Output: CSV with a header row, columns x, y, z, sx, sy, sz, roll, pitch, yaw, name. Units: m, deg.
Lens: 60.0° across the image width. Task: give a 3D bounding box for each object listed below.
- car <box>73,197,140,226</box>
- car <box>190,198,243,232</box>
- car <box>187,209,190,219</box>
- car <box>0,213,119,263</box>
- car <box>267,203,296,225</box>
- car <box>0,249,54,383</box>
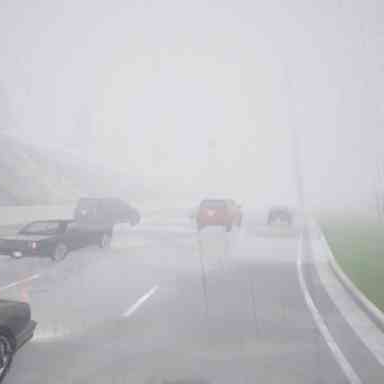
x,y,z,sx,sy,sz,roll,pitch,yaw,name
-5.526,1.372,22.146,2.150,2.045,5.566,0,-1,18,car
1.962,1.451,22.427,2.150,2.045,5.566,0,-1,18,car
1.122,1.848,30.955,2.033,1.411,5.357,0,-1,19,car
-4.815,1.669,12.454,1.895,1.301,4.718,0,-1,15,car
7.237,1.834,27.228,1.837,1.490,4.892,0,0,19,car
-3.220,1.536,2.181,2.033,1.411,5.357,1,-1,4,car
